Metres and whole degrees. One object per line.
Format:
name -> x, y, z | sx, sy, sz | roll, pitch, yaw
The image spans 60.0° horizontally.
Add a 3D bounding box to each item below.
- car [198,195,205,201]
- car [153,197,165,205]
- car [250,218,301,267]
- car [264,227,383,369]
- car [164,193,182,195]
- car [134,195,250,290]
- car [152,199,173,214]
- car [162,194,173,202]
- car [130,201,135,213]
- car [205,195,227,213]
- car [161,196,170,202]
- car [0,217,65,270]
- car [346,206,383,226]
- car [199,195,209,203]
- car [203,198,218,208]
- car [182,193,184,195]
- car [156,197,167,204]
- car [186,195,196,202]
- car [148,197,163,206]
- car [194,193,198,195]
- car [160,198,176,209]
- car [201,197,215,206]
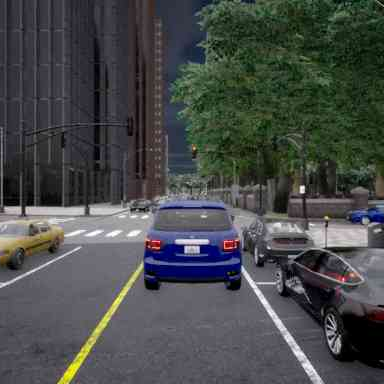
car -> 2.521, 1.597, 87.170 | 1.752, 1.417, 4.829 | 0, 0, 0
car -> -5.928, 1.620, 59.687 | 1.802, 1.307, 4.206 | 0, 0, 0
car -> 2.733, 1.551, 11.227 | 2.008, 1.369, 4.403 | 0, 0, 0
car -> 2.748, 1.566, 5.714 | 1.947, 1.339, 4.313 | 0, 0, 0
car -> -3.238, 1.385, 55.654 | 2.097, 1.767, 4.553 | 0, 0, 0
car -> 0.048, 1.222, 9.207 | 2.150, 2.045, 5.566 | 0, 0, 1
car -> -3.240, 1.537, 36.768 | 1.812, 1.442, 4.674 | 0, 0, 1
car -> -5.988, 1.379, 81.516 | 2.192, 1.841, 5.009 | 0, 0, 0
car -> -5.867, 1.579, 37.859 | 1.947, 1.339, 4.313 | 0, 0, 0
car -> 2.658, 1.328, 37.893 | 2.192, 1.841, 5.009 | 0, 0, 0
car -> -5.973, 1.639, 76.059 | 1.802, 1.307, 4.206 | 0, 0, 0
car -> -5.792, 1.526, 11.025 | 1.752, 1.417, 4.829 | 0, 0, 0
car -> 14.726, 1.806, 26.066 | 5.008, 1.535, 1.882 | 1, 0, 0
car -> 2.567, 1.491, 70.631 | 1.967, 1.590, 4.097 | 0, 0, 0
car -> 2.628, 1.591, 48.805 | 1.947, 1.339, 4.313 | 0, 0, 0
car -> -3.215, 1.537, 66.046 | 2.128, 1.511, 4.902 | 0, 0, 0
car -> -5.943, 1.626, 65.144 | 1.802, 1.307, 4.206 | 0, 0, 0
car -> -0.217, 1.585, 78.462 | 2.128, 1.511, 4.902 | 0, 0, 0
car -> -5.913, 1.582, 54.230 | 2.008, 1.369, 4.403 | 0, 0, 0
car -> -0.089, 1.552, 68.069 | 1.837, 1.490, 4.892 | 0, 0, 0
car -> -3.225, 1.547, 45.918 | 1.812, 1.442, 4.674 | 0, 0, 0
car -> 2.613, 1.582, 54.261 | 2.008, 1.369, 4.403 | 0, 0, 0
